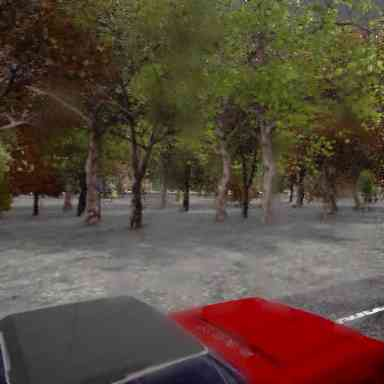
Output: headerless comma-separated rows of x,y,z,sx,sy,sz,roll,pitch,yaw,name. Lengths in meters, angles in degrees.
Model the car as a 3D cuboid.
-0.388,1.607,2.669,4.718,1.301,1.895,0,0,-33,car
